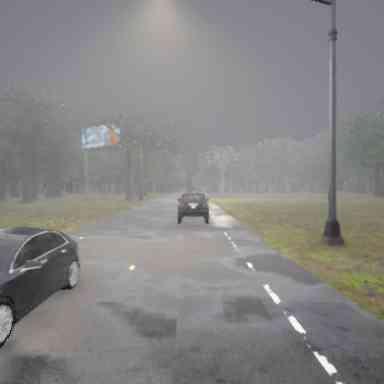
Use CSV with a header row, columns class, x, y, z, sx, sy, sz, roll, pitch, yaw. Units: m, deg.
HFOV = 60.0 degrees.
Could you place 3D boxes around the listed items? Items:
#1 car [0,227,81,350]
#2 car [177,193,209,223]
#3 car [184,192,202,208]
class,x,y,z,sx,sy,sz,roll,pitch,yaw
car,-3.594,1.489,6.185,1.837,1.490,4.892,0,0,0
car,0.096,1.062,24.193,2.150,2.045,5.566,0,0,0
car,0.095,0.940,41.448,2.097,1.767,4.553,0,1,0
